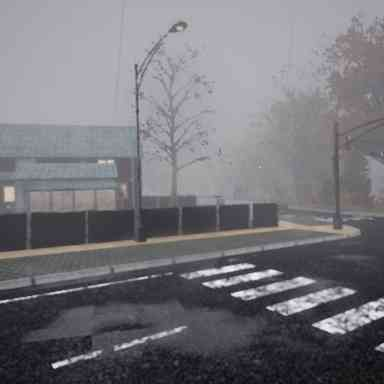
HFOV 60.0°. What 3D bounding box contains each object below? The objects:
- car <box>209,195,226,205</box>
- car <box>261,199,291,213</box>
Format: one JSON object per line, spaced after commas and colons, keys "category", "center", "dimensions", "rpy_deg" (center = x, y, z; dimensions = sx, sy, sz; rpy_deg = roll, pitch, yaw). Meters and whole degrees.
{"category": "car", "center": [3.760, 1.183, 49.118], "dimensions": [1.812, 1.442, 4.674], "rpy_deg": [-2, 1, -15]}
{"category": "car", "center": [7.930, 1.404, 33.228], "dimensions": [1.895, 1.301, 4.718], "rpy_deg": [-2, 1, -15]}
